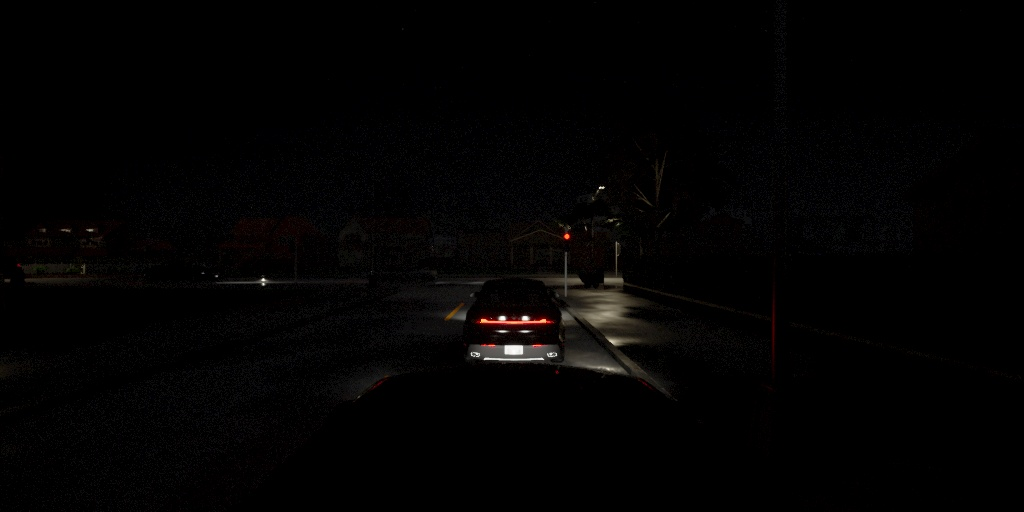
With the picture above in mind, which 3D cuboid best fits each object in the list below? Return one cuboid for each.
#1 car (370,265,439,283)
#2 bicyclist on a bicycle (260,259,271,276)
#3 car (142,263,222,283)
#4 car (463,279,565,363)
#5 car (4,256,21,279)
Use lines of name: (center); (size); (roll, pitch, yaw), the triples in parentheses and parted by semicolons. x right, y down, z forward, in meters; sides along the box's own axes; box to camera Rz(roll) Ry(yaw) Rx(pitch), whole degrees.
car: (-7.936, 1.351, 26.813); (4.718, 1.301, 1.895); (0, 0, 0)
bicyclist on a bicycle: (-24.169, 1.099, 35.189); (0.582, 1.620, 1.656); (0, 0, 0)
car: (-24.536, 1.241, 26.791); (4.902, 1.511, 2.128); (0, 0, 0)
car: (0.052, 1.255, 8.153); (1.837, 1.490, 4.892); (0, 0, 1)
car: (-46.203, 0.973, 30.961); (5.566, 2.045, 2.150); (0, 0, 0)
